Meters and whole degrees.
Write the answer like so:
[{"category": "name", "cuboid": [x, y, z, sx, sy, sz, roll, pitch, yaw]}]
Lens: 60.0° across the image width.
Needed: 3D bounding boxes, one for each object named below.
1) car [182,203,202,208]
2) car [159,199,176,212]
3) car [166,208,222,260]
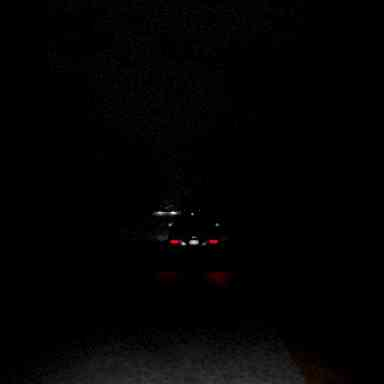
[{"category": "car", "cuboid": [0.008, 1.644, 31.106, 1.895, 1.301, 4.718, 0, 0, 0]}, {"category": "car", "cuboid": [-2.988, 1.623, 40.594, 1.812, 1.442, 4.674, 0, 0, 0]}, {"category": "car", "cuboid": [0.065, 1.563, 12.493, 2.033, 1.411, 5.357, 0, 0, 0]}]
